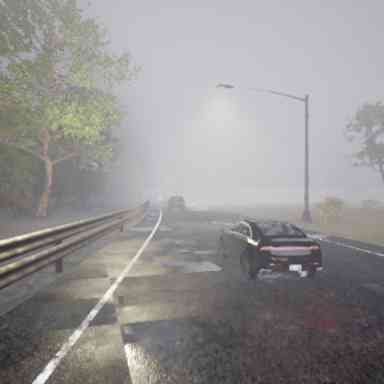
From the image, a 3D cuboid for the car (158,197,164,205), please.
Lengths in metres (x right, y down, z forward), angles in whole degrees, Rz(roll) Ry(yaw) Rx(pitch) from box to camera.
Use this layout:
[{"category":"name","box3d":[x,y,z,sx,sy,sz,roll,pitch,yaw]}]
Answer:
[{"category":"car","box3d":[-5.558,2.075,70.685,1.895,1.301,4.718,0,0,-7]}]

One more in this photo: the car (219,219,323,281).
[{"category":"car","box3d":[2.117,1.574,10.197,2.128,1.511,4.902,0,0,-7]}]

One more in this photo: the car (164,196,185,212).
[{"category":"car","box3d":[-2.169,1.539,43.960,2.150,2.045,5.566,0,0,-7]}]
